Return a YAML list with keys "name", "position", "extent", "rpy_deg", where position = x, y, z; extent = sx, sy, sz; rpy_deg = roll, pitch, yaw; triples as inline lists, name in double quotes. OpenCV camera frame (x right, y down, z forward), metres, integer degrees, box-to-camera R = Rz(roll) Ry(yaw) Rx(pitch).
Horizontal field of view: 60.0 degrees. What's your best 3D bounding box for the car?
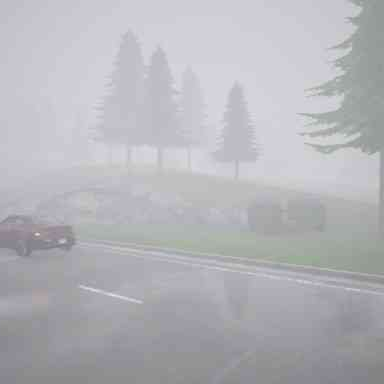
- name: "car"
  position: [-6.337, 1.526, 12.810]
  extent: [4.674, 1.442, 1.812]
  rpy_deg: [0, 0, 35]
